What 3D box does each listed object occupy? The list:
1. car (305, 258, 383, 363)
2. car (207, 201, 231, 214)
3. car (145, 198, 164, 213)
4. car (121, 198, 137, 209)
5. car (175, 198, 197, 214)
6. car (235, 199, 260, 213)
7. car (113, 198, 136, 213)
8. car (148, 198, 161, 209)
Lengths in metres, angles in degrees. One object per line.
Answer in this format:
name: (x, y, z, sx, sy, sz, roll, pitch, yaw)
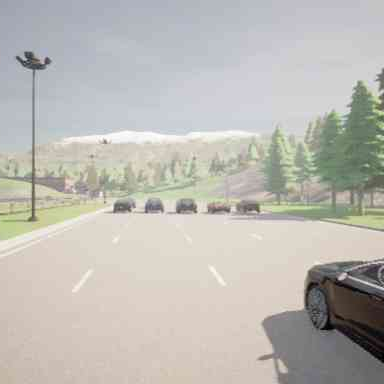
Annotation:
car: (3.115, 1.505, 4.087, 2.128, 1.511, 4.902, 0, 0, -7)
car: (2.880, 1.674, 36.763, 1.895, 1.301, 4.718, 0, 0, -7)
car: (-4.304, 1.415, 37.934, 2.097, 1.767, 4.553, 0, 0, -7)
car: (-8.901, 1.598, 47.264, 1.812, 1.442, 4.674, 0, 0, -7)
car: (-0.702, 1.419, 37.279, 2.097, 1.767, 4.553, 0, 0, -6)
car: (6.282, 1.588, 37.808, 1.837, 1.490, 4.892, 0, 0, -7)
car: (-7.839, 1.534, 38.066, 1.882, 1.535, 5.008, 0, 0, -7)
car: (-5.449, 1.605, 47.805, 1.812, 1.442, 4.674, 0, 0, -7)
